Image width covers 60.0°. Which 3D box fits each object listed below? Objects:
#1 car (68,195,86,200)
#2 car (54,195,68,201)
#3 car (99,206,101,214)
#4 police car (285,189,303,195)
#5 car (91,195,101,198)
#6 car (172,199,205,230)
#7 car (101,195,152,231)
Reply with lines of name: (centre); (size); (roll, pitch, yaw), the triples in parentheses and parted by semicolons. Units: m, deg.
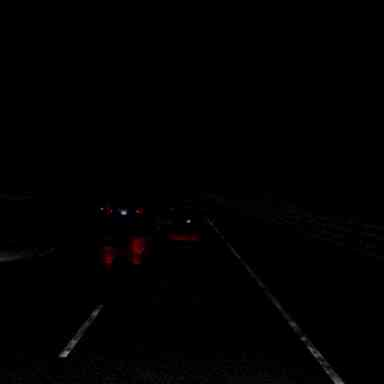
car: (-22.368, 1.425, 66.207); (2.128, 1.511, 4.902); (0, 0, -1)
car: (-25.868, 1.400, 66.128); (1.837, 1.490, 4.892); (0, 0, -1)
car: (-7.498, 1.518, 32.109); (2.033, 1.411, 5.357); (0, 0, -1)
police car: (21.919, 0.052, 72.042); (1.930, 1.638, 5.238); (0, -4, -15)
car: (-18.871, 1.400, 66.296); (1.837, 1.490, 4.892); (0, 0, -1)
car: (-0.250, 1.464, 20.897); (1.882, 1.535, 5.008); (0, 0, -1)
car: (-3.755, 1.209, 20.645); (2.150, 2.045, 5.566); (0, 0, -2)
